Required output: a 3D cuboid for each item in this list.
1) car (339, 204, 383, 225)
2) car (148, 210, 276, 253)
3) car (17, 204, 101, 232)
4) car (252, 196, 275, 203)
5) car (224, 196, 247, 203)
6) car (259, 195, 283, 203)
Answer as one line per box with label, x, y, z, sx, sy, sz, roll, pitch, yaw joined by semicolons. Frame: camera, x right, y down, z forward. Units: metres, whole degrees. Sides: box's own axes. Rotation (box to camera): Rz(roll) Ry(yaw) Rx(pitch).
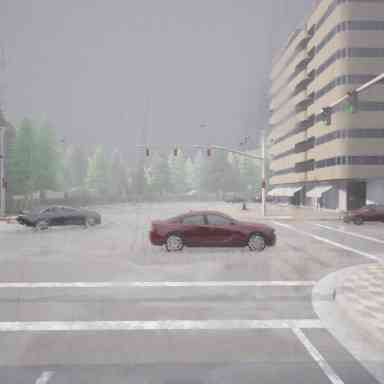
car;13.172;1.581;24.090;4.674;1.442;1.812;0;0;-1
car;0.776;1.487;13.207;5.008;1.535;1.882;0;0;-1
car;-8.113;1.524;20.612;4.902;1.511;2.128;0;0;-40
car;14.216;1.526;67.838;4.674;1.442;1.812;0;0;-34
car;8.903;1.547;68.136;5.357;1.411;2.033;0;0;-38
car;17.568;1.525;73.739;4.902;1.511;2.128;0;0;-23
